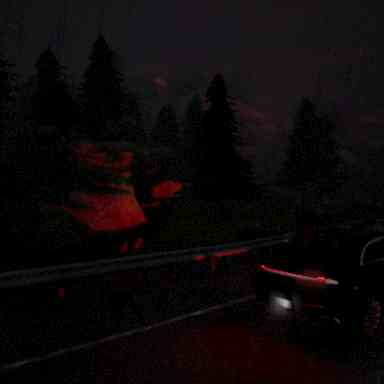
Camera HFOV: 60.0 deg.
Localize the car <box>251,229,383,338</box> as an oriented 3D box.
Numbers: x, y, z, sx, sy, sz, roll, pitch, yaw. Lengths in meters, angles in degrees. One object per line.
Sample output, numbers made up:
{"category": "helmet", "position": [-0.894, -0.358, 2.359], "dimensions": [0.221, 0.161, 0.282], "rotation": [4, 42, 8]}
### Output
{"category": "car", "position": [3.256, 1.500, 6.725], "dimensions": [4.902, 1.511, 2.128], "rotation": [0, 0, -41]}
